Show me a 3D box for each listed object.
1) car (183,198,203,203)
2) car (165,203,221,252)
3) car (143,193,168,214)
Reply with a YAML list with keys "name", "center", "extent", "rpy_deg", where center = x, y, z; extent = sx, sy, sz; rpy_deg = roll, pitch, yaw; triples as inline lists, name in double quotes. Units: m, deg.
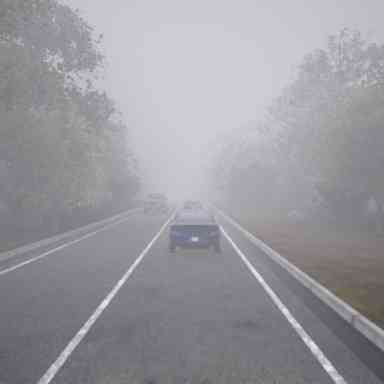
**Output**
- name: "car"
  center: [0.103, 1.362, 34.111]
  extent: [2.128, 1.511, 4.902]
  rpy_deg: [0, 0, 0]
- name: "car"
  center: [0.101, 1.450, 13.821]
  extent: [1.882, 1.535, 5.008]
  rpy_deg: [0, 0, 0]
- name: "car"
  center: [-3.596, 1.092, 33.673]
  extent: [2.150, 2.045, 5.566]
  rpy_deg: [0, 1, 0]
